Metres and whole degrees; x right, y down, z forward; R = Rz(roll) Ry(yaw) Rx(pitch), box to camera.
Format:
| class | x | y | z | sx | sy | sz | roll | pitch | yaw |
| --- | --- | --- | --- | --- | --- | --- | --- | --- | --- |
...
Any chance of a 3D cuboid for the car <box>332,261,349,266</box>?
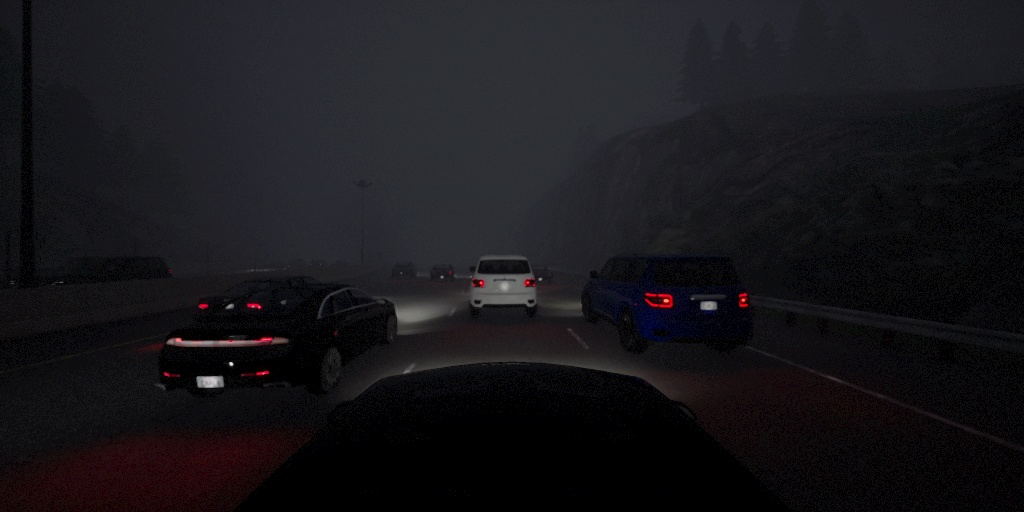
| class | x | y | z | sx | sy | sz | roll | pitch | yaw |
| --- | --- | --- | --- | --- | --- | --- | --- | --- | --- |
| car | -26.398 | 1.386 | 55.377 | 1.895 | 1.301 | 4.718 | 0 | 0 | -17 |

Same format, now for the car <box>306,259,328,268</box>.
| class | x | y | z | sx | sy | sz | roll | pitch | yaw |
| --- | --- | --- | --- | --- | --- | --- | --- | --- | --- |
| car | -30.530 | 1.271 | 56.740 | 1.882 | 1.535 | 5.008 | 0 | 0 | -18 |

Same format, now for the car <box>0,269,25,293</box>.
| class | x | y | z | sx | sy | sz | roll | pitch | yaw |
| --- | --- | --- | --- | --- | --- | --- | --- | --- | --- |
| car | -29.124 | 1.405 | 18.486 | 1.895 | 1.301 | 4.718 | 0 | 0 | -6 |

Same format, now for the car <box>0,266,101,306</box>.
| class | x | y | z | sx | sy | sz | roll | pitch | yaw |
| --- | --- | --- | --- | --- | --- | --- | --- | --- | --- |
| car | -21.852 | 1.268 | 15.859 | 1.882 | 1.535 | 5.008 | 0 | 0 | -5 |

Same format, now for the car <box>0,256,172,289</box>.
| class | x | y | z | sx | sy | sz | roll | pitch | yaw |
| --- | --- | --- | --- | --- | --- | --- | --- | --- | --- |
| car | -18.338 | 1.003 | 16.076 | 2.150 | 2.045 | 5.566 | 0 | 0 | -5 |

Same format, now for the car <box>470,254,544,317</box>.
| class | x | y | z | sx | sy | sz | roll | pitch | yaw |
| --- | --- | --- | --- | --- | --- | --- | --- | --- | --- |
| car | -0.395 | 0.968 | 13.324 | 2.150 | 2.045 | 5.566 | 0 | 0 | -4 |

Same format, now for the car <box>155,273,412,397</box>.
| class | x | y | z | sx | sy | sz | roll | pitch | yaw |
| --- | --- | --- | --- | --- | --- | --- | --- | --- | --- |
| car | -3.578 | 1.247 | 6.588 | 2.128 | 1.511 | 4.902 | 0 | 0 | -2 |

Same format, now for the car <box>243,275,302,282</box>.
| class | x | y | z | sx | sy | sz | roll | pitch | yaw |
| --- | --- | --- | --- | --- | --- | --- | --- | --- | --- |
| car | -7.268 | 1.309 | 11.470 | 2.033 | 1.411 | 5.357 | 0 | 0 | -3 |

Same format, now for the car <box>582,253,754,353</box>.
| class | x | y | z | sx | sy | sz | roll | pitch | yaw |
| --- | --- | --- | --- | --- | --- | --- | --- | --- | --- |
| car | 3.349 | 0.962 | 8.983 | 2.150 | 2.045 | 5.566 | 0 | 0 | -2 |

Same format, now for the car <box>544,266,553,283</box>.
| class | x | y | z | sx | sy | sz | roll | pitch | yaw |
| --- | --- | --- | --- | --- | --- | --- | --- | --- | --- |
| car | 1.693 | 1.338 | 27.288 | 1.895 | 1.301 | 4.718 | 0 | 0 | -8 |

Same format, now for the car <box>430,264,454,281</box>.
| class | x | y | z | sx | sy | sz | roll | pitch | yaw |
| --- | --- | --- | --- | --- | --- | --- | --- | --- | --- |
| car | -5.816 | 1.352 | 30.273 | 1.895 | 1.301 | 4.718 | 0 | 0 | -9 |

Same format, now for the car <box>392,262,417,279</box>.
| class | x | y | z | sx | sy | sz | roll | pitch | yaw |
| --- | --- | --- | --- | --- | --- | --- | --- | --- | --- |
| car | -9.853 | 1.250 | 32.987 | 2.128 | 1.511 | 4.902 | 0 | 0 | -10 |
